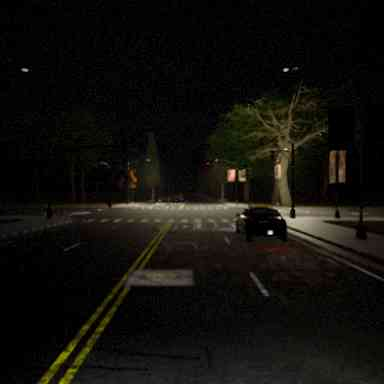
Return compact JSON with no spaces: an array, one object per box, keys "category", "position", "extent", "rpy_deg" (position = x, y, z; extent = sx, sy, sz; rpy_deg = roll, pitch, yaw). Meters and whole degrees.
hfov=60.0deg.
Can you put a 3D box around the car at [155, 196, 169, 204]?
[{"category":"car","position":[-6.501,1.672,69.036],"extent":[2.128,1.511,4.902],"rpy_deg":[0,0,0]}]

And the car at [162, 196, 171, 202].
[{"category":"car","position":[-6.501,1.724,84.651],"extent":[1.882,1.535,5.008],"rpy_deg":[0,-1,0]}]

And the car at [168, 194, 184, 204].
[{"category":"car","position":[-3.251,1.698,68.951],"extent":[1.994,1.385,4.181],"rpy_deg":[0,0,0]}]

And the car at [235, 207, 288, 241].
[{"category":"car","position":[3.350,1.494,16.633],"extent":[1.837,1.490,4.892],"rpy_deg":[0,0,0]}]
